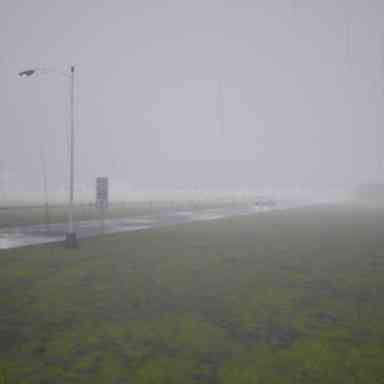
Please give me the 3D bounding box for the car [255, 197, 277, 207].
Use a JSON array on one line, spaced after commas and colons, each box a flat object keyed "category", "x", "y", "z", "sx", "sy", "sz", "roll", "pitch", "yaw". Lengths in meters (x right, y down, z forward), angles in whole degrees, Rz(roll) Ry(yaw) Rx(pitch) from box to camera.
[{"category": "car", "x": 11.485, "y": 1.454, "z": 51.426, "sx": 2.033, "sy": 1.411, "sz": 5.357, "roll": 1, "pitch": 0, "yaw": 33}]
